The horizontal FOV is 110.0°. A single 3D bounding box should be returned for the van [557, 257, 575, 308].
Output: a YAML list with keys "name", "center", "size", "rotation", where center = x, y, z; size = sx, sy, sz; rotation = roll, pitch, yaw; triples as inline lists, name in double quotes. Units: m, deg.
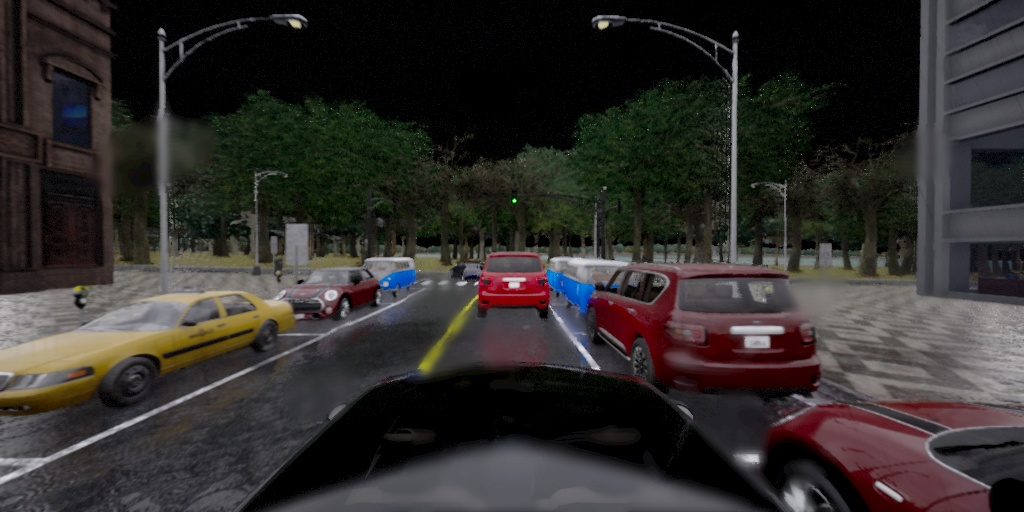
- name: "van"
  center: [2.697, 1.001, 11.843]
  size: [1.690, 1.789, 3.998]
  rotation: [0, 0, 0]

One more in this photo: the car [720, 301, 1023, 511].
- name: "car"
  center: [2.768, 1.196, 0.969]
  size: [1.967, 1.591, 4.097]
  rotation: [0, 0, 0]

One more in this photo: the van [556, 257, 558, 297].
- name: "van"
  center: [2.662, 0.953, 17.281]
  size: [1.690, 1.789, 3.998]
  rotation: [0, 0, 0]

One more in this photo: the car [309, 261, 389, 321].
- name: "car"
  center: [-5.828, 1.100, 11.788]
  size: [1.967, 1.591, 4.097]
  rotation: [0, 0, 0]

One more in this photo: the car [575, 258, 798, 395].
- name: "car"
  center: [2.733, 1.023, 6.406]
  size: [2.192, 1.841, 5.009]
  rotation: [0, 0, 0]

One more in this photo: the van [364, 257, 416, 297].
- name: "van"
  center: [-5.863, 0.953, 17.225]
  size: [1.690, 1.789, 3.998]
  rotation: [0, 0, 0]

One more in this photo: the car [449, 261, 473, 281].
- name: "car"
  center: [-3.218, 1.071, 26.555]
  size: [1.994, 1.385, 4.181]
  rotation: [0, 1, -28]

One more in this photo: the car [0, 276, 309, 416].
- name: "car"
  center: [-5.791, 1.234, 6.181]
  size: [1.751, 1.417, 4.829]
  rotation: [0, 0, 0]

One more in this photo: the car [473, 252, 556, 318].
- name: "car"
  center: [0.029, 0.874, 12.650]
  size: [2.150, 2.045, 5.566]
  rotation: [0, 1, -1]
